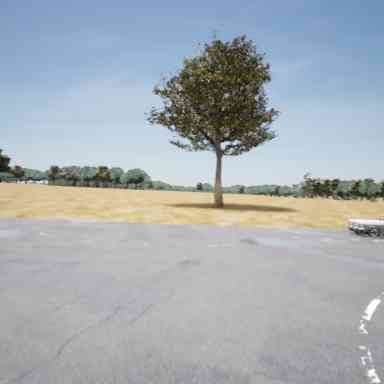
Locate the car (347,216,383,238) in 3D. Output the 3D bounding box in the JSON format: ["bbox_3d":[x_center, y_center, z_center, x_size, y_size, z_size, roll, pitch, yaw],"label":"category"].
[{"bbox_3d":[11.310,1.883,18.591,4.718,1.301,1.895,2,0,1],"label":"car"}]
